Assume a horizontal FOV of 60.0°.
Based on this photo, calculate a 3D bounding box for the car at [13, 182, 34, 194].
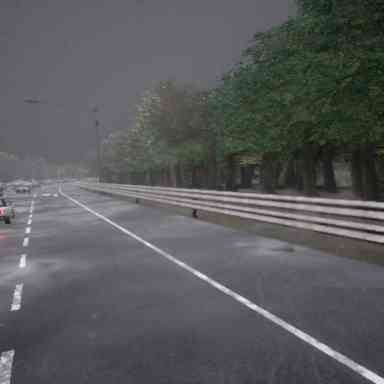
[{"bbox_3d":[-26.390,-0.413,52.109,1.895,1.301,4.718,-4,4,-23],"label":"car"}]

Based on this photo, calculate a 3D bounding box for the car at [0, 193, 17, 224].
[{"bbox_3d":[-10.568,0.974,17.608,1.895,1.301,4.718,-4,4,-25],"label":"car"}]

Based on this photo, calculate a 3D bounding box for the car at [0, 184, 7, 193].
[{"bbox_3d":[-27.595,-0.373,46.082,2.150,2.045,5.566,-4,4,-23],"label":"car"}]

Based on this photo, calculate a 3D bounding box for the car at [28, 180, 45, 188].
[{"bbox_3d":[-36.213,-1.560,77.281,2.033,1.411,5.357,-4,4,-19],"label":"car"}]

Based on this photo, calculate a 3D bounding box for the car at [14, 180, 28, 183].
[{"bbox_3d":[-39.380,-1.325,75.769,2.033,1.411,5.357,-4,4,-19],"label":"car"}]
